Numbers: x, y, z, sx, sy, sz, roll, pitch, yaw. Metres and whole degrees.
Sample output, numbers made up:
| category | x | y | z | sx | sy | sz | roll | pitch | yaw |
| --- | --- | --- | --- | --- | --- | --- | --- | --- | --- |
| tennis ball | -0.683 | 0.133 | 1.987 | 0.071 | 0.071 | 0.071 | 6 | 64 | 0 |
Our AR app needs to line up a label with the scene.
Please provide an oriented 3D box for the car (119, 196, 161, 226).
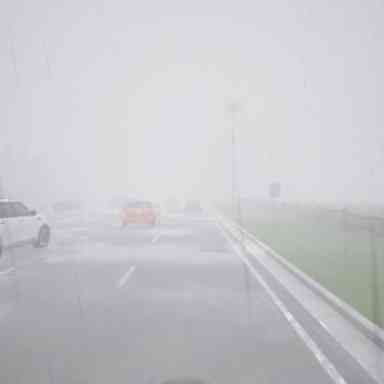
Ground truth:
| category | x | y | z | sx | sy | sz | roll | pitch | yaw |
| --- | --- | --- | --- | --- | --- | --- | --- | --- | --- |
| car | -3.390 | 1.349 | 23.228 | 2.097 | 1.767 | 4.553 | 0 | 0 | 0 |

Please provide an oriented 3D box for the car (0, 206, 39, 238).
| category | x | y | z | sx | sy | sz | roll | pitch | yaw |
| --- | --- | --- | --- | --- | --- | --- | --- | --- | --- |
| car | -10.394 | 1.544 | 17.707 | 2.033 | 1.411 | 5.357 | 0 | 0 | 0 |

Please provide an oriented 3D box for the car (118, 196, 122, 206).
| category | x | y | z | sx | sy | sz | roll | pitch | yaw |
| --- | --- | --- | --- | --- | --- | --- | --- | --- | --- |
| car | -6.884 | 1.499 | 38.641 | 1.837 | 1.490 | 4.892 | 0 | 0 | 0 |

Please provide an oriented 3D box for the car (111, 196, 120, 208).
| category | x | y | z | sx | sy | sz | roll | pitch | yaw |
| --- | --- | --- | --- | --- | --- | --- | --- | --- | --- |
| car | -10.381 | 1.346 | 48.559 | 2.097 | 1.767 | 4.553 | 0 | 0 | 0 |

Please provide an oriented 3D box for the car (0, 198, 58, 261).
| category | x | y | z | sx | sy | sz | roll | pitch | yaw |
| --- | --- | --- | --- | --- | --- | --- | --- | --- | --- |
| car | -6.896 | 1.220 | 11.381 | 2.150 | 2.045 | 5.566 | 0 | 0 | 0 |

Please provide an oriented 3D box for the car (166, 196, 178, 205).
| category | x | y | z | sx | sy | sz | roll | pitch | yaw |
| --- | --- | --- | --- | --- | --- | --- | --- | --- | --- |
| car | -3.378 | 1.494 | 57.332 | 1.837 | 1.490 | 4.892 | 0 | 0 | 0 |

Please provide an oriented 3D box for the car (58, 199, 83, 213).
| category | x | y | z | sx | sy | sz | roll | pitch | yaw |
| --- | --- | --- | --- | --- | --- | --- | --- | --- | --- |
| car | -13.888 | 1.472 | 37.435 | 1.882 | 1.535 | 5.008 | 0 | 0 | 0 |

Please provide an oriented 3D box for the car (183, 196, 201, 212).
| category | x | y | z | sx | sy | sz | roll | pitch | yaw |
| --- | --- | --- | --- | --- | --- | --- | --- | --- | --- |
| car | 0.113 | 1.520 | 38.603 | 1.812 | 1.442 | 4.674 | 0 | 0 | 0 |
